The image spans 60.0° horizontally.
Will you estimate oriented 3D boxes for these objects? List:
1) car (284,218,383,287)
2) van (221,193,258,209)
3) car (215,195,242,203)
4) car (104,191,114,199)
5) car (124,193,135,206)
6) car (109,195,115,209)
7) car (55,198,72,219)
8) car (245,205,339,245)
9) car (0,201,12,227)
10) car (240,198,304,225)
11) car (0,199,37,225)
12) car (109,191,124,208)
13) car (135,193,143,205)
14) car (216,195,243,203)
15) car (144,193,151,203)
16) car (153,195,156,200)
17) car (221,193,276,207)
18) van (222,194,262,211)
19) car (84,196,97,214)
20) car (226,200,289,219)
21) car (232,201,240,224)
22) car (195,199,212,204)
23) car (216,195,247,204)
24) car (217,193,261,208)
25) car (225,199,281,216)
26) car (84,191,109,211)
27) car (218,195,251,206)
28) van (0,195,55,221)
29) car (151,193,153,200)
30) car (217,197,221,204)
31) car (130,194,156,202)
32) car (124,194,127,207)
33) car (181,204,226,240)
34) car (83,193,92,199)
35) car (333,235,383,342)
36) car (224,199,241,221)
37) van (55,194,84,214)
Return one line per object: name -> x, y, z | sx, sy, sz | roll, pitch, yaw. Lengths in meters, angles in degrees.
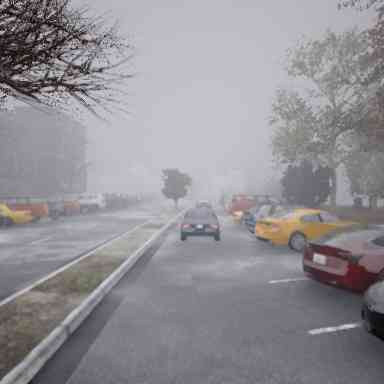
car -> 4.940, 1.508, 7.879 | 4.792, 1.488, 2.163 | 1, 0, -19
van -> 6.212, 1.215, 43.457 | 4.442, 1.987, 1.878 | 1, 0, -17
car -> 7.534, 1.418, 68.942 | 4.892, 1.521, 2.231 | 1, 0, -17
car -> -22.356, 0.825, 89.494 | 2.435, 2.045, 5.566 | 1, -1, -16
car -> -11.639, 1.182, 48.280 | 5.566, 2.045, 2.435 | -1, 0, -17
car -> -12.089, 1.441, 39.261 | 5.008, 1.535, 2.097 | -1, 0, -17
car -> -12.676, 1.480, 27.231 | 4.792, 1.488, 2.163 | -1, 0, -18
car -> 5.043, 1.472, 13.789 | 5.008, 1.535, 2.097 | 1, 0, -18
car -> -13.040, 1.456, 18.212 | 5.008, 1.535, 2.097 | -1, 0, -18
car -> 5.117, 1.343, 16.745 | 4.553, 1.767, 2.185 | 1, 0, -18
car -> -13.087, 1.454, 21.161 | 5.366, 1.575, 1.946 | -1, 0, -18
car -> -11.972, 1.187, 42.248 | 5.566, 2.045, 2.435 | -1, 0, -17
car -> -11.351, 1.177, 54.287 | 5.566, 2.045, 2.435 | -1, 0, -17
car -> 7.359, 1.422, 65.553 | 4.892, 1.521, 2.231 | 1, 0, -17
car -> -10.924, 1.422, 63.292 | 5.008, 1.535, 2.097 | -1, 0, -17
car -> -10.639, 1.154, 69.311 | 5.566, 2.045, 2.435 | -1, 0, -17
car -> 5.527, 1.208, 25.667 | 5.566, 2.045, 2.435 | 1, 0, -17
van -> 6.075, 1.218, 40.483 | 4.442, 1.987, 1.878 | 1, 0, -17
car -> -12.372, 1.446, 33.257 | 5.008, 1.535, 2.097 | -1, 0, -17
car -> 5.606, 1.486, 28.615 | 4.792, 1.488, 2.163 | 1, 0, -17
car -> 5.247, 1.466, 19.720 | 4.892, 1.521, 2.231 | 1, 0, -18
car -> 1.360, 1.491, 38.571 | 1.812, 1.442, 4.674 | 0, 0, 3
car -> 7.378, 1.423, 62.223 | 5.366, 1.575, 1.946 | 1, 0, -17
car -> 6.489, 1.188, 46.478 | 5.566, 2.045, 2.435 | 1, 0, -17
car -> 5.797, 1.483, 31.613 | 4.792, 1.488, 2.163 | 1, 0, -17
car -> -12.256, 1.192, 36.246 | 5.566, 2.045, 2.435 | -1, 0, -17
car -> 6.708, 1.308, 52.409 | 4.553, 1.767, 2.185 | 1, 0, -17
van -> -12.676, 1.225, 24.272 | 4.442, 1.987, 1.878 | -1, 0, -18
car -> -10.766, 1.456, 66.313 | 4.674, 1.452, 2.002 | -1, 0, -17
car -> 5.730, 1.446, 34.516 | 5.366, 1.575, 1.946 | 1, 0, -17
car -> -10.634, 1.388, 72.289 | 5.366, 1.575, 1.946 | -1, 1, -17
car -> -11.774, 1.465, 45.275 | 4.792, 1.488, 2.163 | -1, 0, -17
car -> 0.433, 1.533, 16.858 | 2.033, 1.411, 5.357 | 0, 0, 2
car -> -28.278, 1.084, 89.868 | 2.231, 1.521, 4.892 | 0, -1, -16
car -> 4.836, 1.511, 4.886 | 4.792, 1.488, 2.163 | 1, 0, -19
car -> 5.196, 1.457, 22.626 | 5.366, 1.575, 1.946 | 1, 0, -18
van -> -12.403, 1.221, 30.291 | 4.442, 1.987, 1.878 | -1, 0, -17
